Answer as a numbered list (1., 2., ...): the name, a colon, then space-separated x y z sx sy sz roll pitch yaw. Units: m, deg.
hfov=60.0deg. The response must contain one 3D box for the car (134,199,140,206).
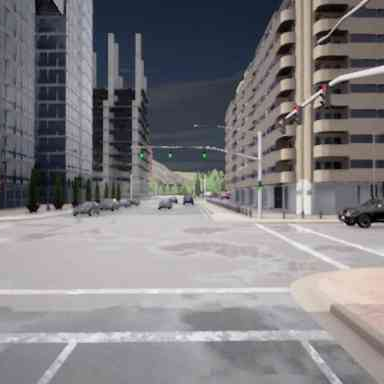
1. car: -11.231 1.986 64.560 2.033 1.411 5.357 0 0 0

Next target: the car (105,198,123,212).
1. car: -11.066 1.653 44.114 2.097 1.767 4.553 0 0 -1

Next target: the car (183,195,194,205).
1. car: -0.737 1.682 68.047 2.150 2.045 5.566 0 0 -1

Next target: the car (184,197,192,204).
1. car: -0.855 2.007 78.778 1.882 1.535 5.008 0 0 -1

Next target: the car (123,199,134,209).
1. car: -11.168 1.893 53.947 1.812 1.442 4.674 0 0 0

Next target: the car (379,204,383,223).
1. car: 14.349 1.679 19.780 4.902 1.511 2.128 0 0 -1

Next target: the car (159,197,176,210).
1. car: -3.929 1.885 49.827 2.033 1.411 5.357 0 0 0

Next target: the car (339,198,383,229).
1. car: 13.295 1.433 23.266 5.566 2.045 2.150 0 0 -1

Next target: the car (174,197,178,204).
1. car: -4.336 1.877 77.028 2.097 1.767 4.553 0 0 -1

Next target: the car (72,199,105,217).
1. car: -10.981 1.743 34.921 1.837 1.490 4.892 0 0 0
